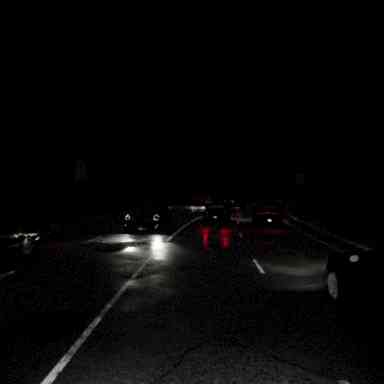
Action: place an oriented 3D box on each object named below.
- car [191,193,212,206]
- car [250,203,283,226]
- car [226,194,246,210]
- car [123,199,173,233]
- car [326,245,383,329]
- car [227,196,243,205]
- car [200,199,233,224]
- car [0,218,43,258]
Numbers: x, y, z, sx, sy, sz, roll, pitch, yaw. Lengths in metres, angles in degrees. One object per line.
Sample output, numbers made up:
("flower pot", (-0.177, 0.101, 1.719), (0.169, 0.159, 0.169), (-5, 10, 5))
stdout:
("car", (1.576, 1.225, 53.781), (2.150, 2.045, 5.566), (0, 0, 19))
("car", (5.197, 1.518, 23.240), (1.837, 1.490, 4.892), (0, 0, 8))
("car", (5.561, 1.239, 42.435), (2.150, 2.045, 5.566), (0, 0, 15))
("car", (-2.472, 1.351, 19.663), (2.097, 1.767, 4.553), (0, 0, 6))
("car", (3.743, 1.483, 5.116), (1.882, 1.535, 5.008), (0, 0, 2))
("car", (7.861, 1.546, 60.555), (1.812, 1.442, 4.674), (0, 0, 23))
("car", (1.923, 1.533, 25.050), (1.812, 1.442, 4.674), (0, 0, 8))
("car", (-6.765, 1.540, 10.491), (2.033, 1.411, 5.357), (0, 0, 3))
